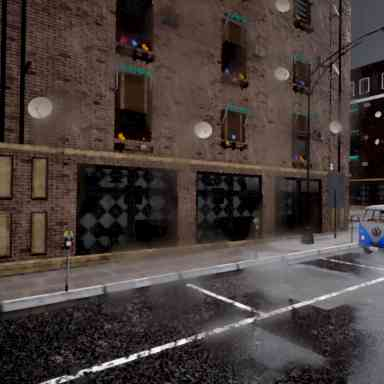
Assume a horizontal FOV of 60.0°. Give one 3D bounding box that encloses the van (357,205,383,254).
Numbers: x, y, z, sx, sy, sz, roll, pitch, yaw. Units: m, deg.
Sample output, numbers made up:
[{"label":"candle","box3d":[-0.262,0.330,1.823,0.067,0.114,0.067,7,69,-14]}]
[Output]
[{"label":"van","box3d":[7.671,1.345,12.104,3.998,1.788,1.690,0,1,-35]}]
